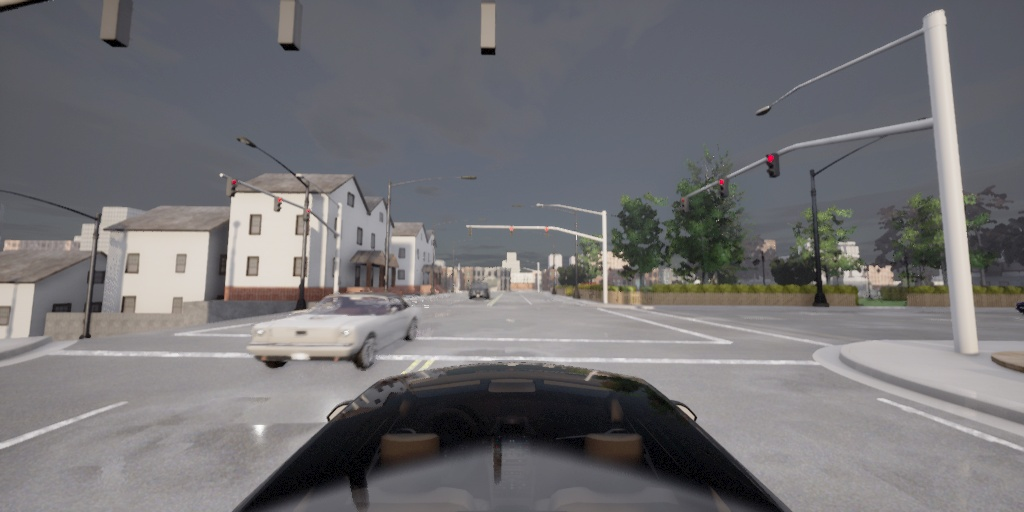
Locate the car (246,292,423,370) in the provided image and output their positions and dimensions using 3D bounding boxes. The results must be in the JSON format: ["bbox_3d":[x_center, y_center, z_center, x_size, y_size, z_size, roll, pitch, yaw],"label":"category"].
[{"bbox_3d":[-3.507,1.507,8.148,1.895,1.301,4.718,1,-4,0],"label":"car"}]

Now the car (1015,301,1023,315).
[{"bbox_3d":[30.472,2.711,19.253,4.718,1.301,1.895,0,-5,1],"label":"car"}]

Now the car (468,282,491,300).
[{"bbox_3d":[-3.594,4.030,40.575,2.150,2.045,5.566,0,-4,0],"label":"car"}]
